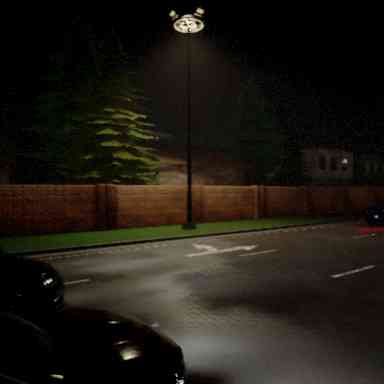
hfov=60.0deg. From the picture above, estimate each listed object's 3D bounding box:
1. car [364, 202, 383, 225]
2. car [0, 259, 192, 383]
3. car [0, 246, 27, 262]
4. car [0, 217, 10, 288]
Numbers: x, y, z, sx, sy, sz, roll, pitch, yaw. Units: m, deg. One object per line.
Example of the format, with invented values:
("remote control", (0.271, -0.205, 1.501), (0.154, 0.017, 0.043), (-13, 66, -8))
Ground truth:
("car", (13.315, 1.361, 21.846), (5.008, 1.535, 1.882), (0, 0, -36))
("car", (-2.236, 1.507, 2.153), (4.892, 1.490, 1.837), (0, 0, -36))
("car", (-4.477, 1.496, 4.852), (4.902, 1.511, 2.128), (0, 0, -35))
("car", (-6.955, 1.498, 7.385), (4.902, 1.511, 2.128), (0, 0, -36))
